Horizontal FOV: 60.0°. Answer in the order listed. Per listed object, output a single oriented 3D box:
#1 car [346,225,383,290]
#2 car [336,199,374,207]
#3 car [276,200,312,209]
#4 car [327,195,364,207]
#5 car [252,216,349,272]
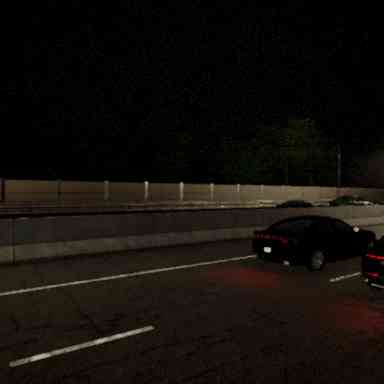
[{"bbox_3d":[5.986,1.552,8.012,4.892,1.490,1.837,0,0,-35],"label":"car"},{"bbox_3d":[16.764,1.690,33.126,4.674,1.442,1.812,0,0,-35],"label":"car"},{"bbox_3d":[11.697,1.635,38.109,5.008,1.535,1.882,0,0,-35],"label":"car"},{"bbox_3d":[17.818,1.405,38.171,5.566,2.045,2.150,0,0,-35],"label":"car"},{"bbox_3d":[4.193,1.527,11.032,5.008,1.535,1.882,0,0,-35],"label":"car"}]
